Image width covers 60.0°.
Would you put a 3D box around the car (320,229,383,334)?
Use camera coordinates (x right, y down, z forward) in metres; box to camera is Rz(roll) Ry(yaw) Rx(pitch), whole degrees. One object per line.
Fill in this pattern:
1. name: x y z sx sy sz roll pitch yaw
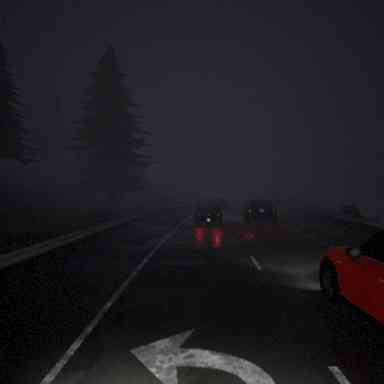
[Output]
1. car: 3.737 1.338 5.269 2.097 1.767 4.553 0 0 1

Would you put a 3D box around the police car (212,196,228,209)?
1. police car: 3.524 1.293 42.049 1.930 1.638 5.238 0 0 9

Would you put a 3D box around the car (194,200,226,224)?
1. car: 1.274 1.525 23.855 1.895 1.301 4.718 0 0 5

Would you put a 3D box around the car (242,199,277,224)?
1. car: 4.841 1.278 24.257 2.097 1.767 4.553 0 0 5
